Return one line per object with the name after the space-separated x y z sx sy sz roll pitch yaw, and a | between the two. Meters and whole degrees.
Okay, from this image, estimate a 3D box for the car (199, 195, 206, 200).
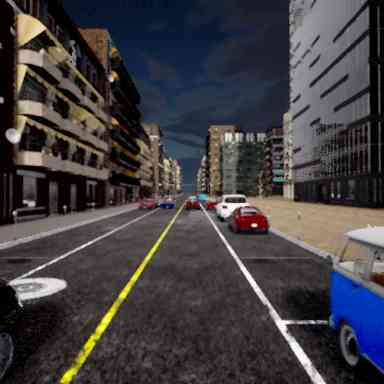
2.833 1.550 92.901 1.887 1.381 4.507 1 0 0 | car

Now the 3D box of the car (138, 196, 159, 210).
-5.657 1.544 42.069 1.887 1.381 4.507 1 0 0 | car

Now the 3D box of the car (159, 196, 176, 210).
-3.068 1.600 43.598 1.895 1.301 4.718 0 0 0 | car

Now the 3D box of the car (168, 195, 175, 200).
-5.711 1.588 92.196 1.802 1.307 4.206 1 0 0 | car

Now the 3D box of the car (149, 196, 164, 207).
-5.650 1.440 53.208 1.967 1.590 4.097 1 0 0 | car

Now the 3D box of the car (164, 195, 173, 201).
-5.641 1.444 81.057 1.967 1.590 4.097 1 0 0 | car

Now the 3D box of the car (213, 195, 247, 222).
3.120 1.226 26.163 2.150 2.045 5.566 0 0 0 | car

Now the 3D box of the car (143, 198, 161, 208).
-5.655 1.566 47.638 1.947 1.339 4.313 1 0 0 | car

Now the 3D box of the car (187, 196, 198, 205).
0.063 1.526 58.903 1.812 1.442 4.674 0 0 0 | car

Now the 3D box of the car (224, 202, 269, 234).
3.158 1.524 19.132 1.812 1.442 4.674 0 0 0 | car

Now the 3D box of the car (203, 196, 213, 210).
2.723 1.543 42.063 1.887 1.381 4.507 1 0 0 | car

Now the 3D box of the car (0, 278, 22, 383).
-3.100 1.526 2.544 1.812 1.442 4.674 0 0 0 | car

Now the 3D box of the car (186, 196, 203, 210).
0.095 1.546 43.588 2.033 1.411 5.357 0 0 0 | car

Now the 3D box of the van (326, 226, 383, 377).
2.706 1.340 3.076 1.690 1.788 3.998 1 0 0 | van
